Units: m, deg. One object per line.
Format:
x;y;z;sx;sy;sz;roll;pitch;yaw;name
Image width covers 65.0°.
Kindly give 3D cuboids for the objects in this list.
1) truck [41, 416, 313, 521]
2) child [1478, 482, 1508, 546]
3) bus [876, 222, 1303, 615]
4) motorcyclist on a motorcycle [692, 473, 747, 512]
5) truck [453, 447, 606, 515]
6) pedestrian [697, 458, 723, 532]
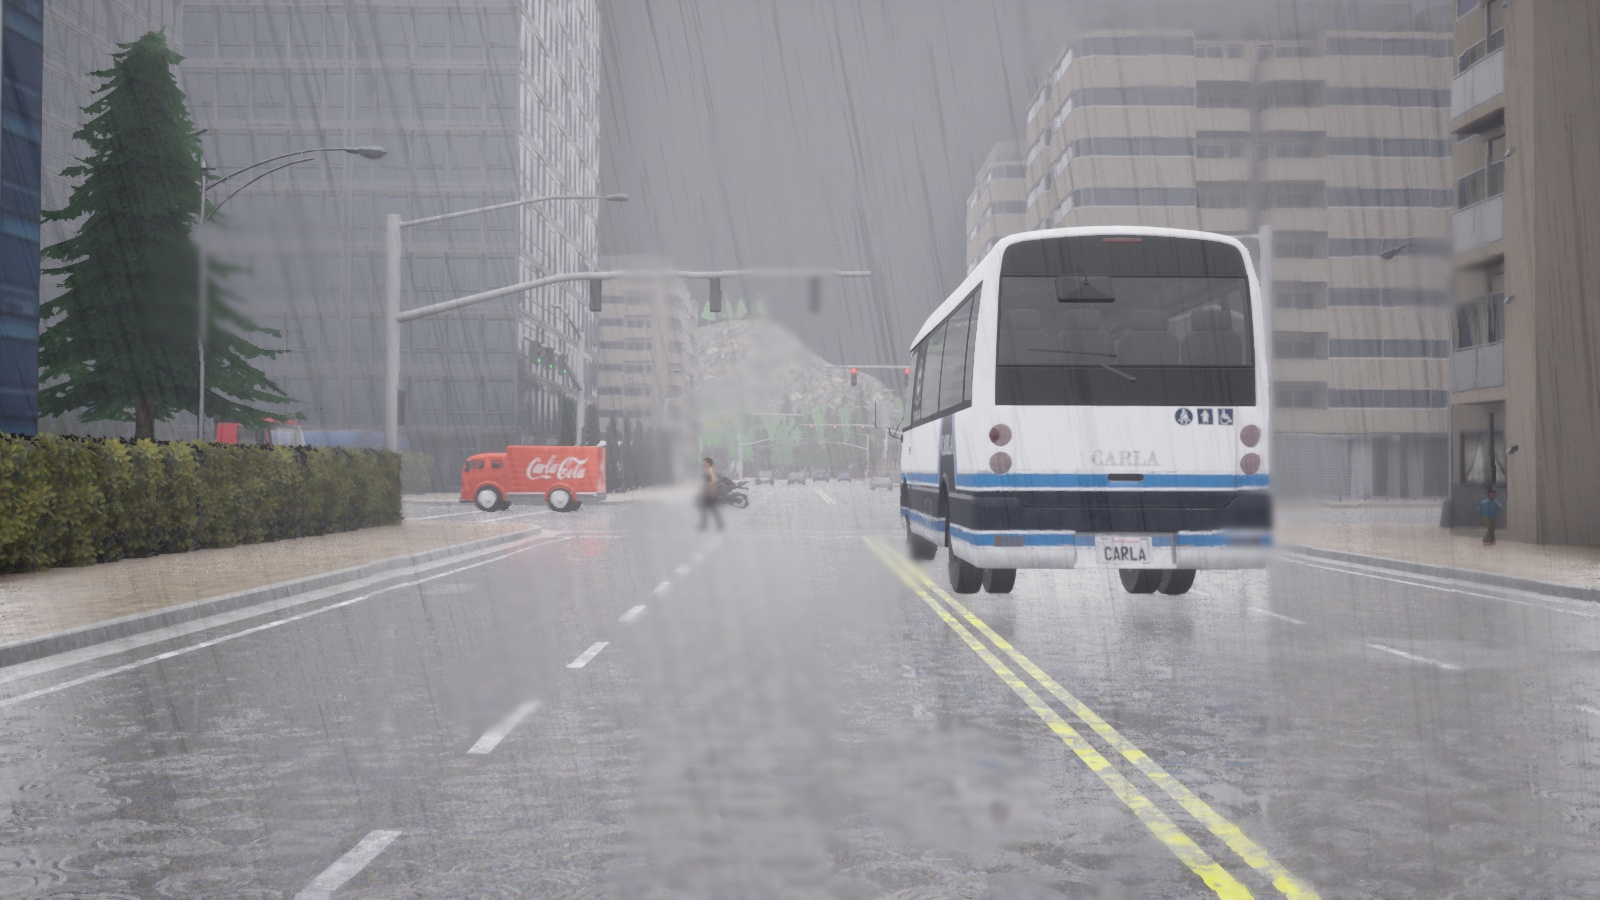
-21.336;0.646;43.366;7.936;3.462;2.891;0;-1;-1;truck
13.041;1.198;23.627;0.343;1.192;0.448;0;-1;6;child
3.446;-0.261;18.756;3.944;4.253;10.273;0;-1;0;bus
-3.228;1.711;50.578;2.191;1.530;0.866;0;-1;-1;motorcyclist on a motorcycle
-10.044;1.157;47.001;5.204;2.467;2.627;0;-1;-1;truck
-2.242;1.117;31.251;0.594;1.836;0.345;0;-1;6;pedestrian
